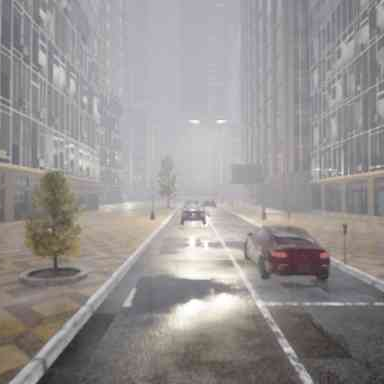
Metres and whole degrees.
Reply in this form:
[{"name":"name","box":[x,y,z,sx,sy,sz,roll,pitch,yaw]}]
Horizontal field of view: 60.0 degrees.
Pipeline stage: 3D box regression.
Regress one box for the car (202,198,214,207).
[{"name":"car","box":[2.561,1.686,54.204,1.802,1.307,4.206,1,0,0]}]

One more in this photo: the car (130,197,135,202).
[{"name":"car","box":[-17.478,1.961,89.339,4.403,1.369,2.008,-1,-1,14]}]

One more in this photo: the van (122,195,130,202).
[{"name":"van","box":[-17.852,1.592,81.173,3.998,1.788,1.690,-1,-1,14]}]

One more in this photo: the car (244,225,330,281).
[{"name":"car","box":[2.575,1.596,9.664,1.802,1.307,4.206,1,0,0]}]

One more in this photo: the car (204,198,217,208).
[{"name":"car","box":[2.565,1.531,48.637,1.967,1.590,4.097,1,0,0]}]

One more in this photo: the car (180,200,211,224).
[{"name":"car","box":[0.093,1.588,25.200,2.033,1.411,5.357,0,0,0]}]
